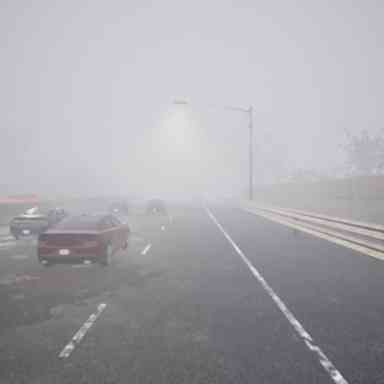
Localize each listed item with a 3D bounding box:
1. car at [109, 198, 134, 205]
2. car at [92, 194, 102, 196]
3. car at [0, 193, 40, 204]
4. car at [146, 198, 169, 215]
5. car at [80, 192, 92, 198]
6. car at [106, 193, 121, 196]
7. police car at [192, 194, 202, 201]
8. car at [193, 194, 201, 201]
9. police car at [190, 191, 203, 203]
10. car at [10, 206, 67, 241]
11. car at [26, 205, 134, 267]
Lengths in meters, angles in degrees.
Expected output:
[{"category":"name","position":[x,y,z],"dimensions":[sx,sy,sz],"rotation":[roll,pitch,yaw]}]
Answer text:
[{"category":"car","position":[-6.898,1.390,32.640],"dimensions":[1.837,1.490,4.892],"rotation":[0,0,0]},{"category":"car","position":[-20.995,0.939,77.382],"dimensions":[1.994,1.385,4.181],"rotation":[0,0,0]},{"category":"car","position":[-17.594,1.102,33.947],"dimensions":[2.150,2.045,5.566],"rotation":[0,0,0]},{"category":"car","position":[-3.398,1.390,32.606],"dimensions":[1.837,1.490,4.892],"rotation":[0,0,0]},{"category":"car","position":[-24.495,0.741,77.412],"dimensions":[2.097,1.767,4.553],"rotation":[0,0,0]},{"category":"car","position":[-17.495,1.095,75.938],"dimensions":[1.837,1.490,4.892],"rotation":[0,0,0]},{"category":"police car","position":[1.054,1.175,73.217],"dimensions":[1.930,1.638,5.238],"rotation":[0,0,0]},{"category":"car","position":[1.055,1.238,79.108],"dimensions":[1.837,1.490,4.892],"rotation":[0,0,0]},{"category":"police car","position":[1.054,1.208,63.216],"dimensions":[1.930,1.638,5.238],"rotation":[0,0,0]},{"category":"car","position":[-6.898,1.434,16.267],"dimensions":[2.128,1.511,4.902],"rotation":[0,0,0]},{"category":"car","position":[-3.399,1.437,11.334],"dimensions":[1.882,1.535,5.008],"rotation":[0,0,0]}]
